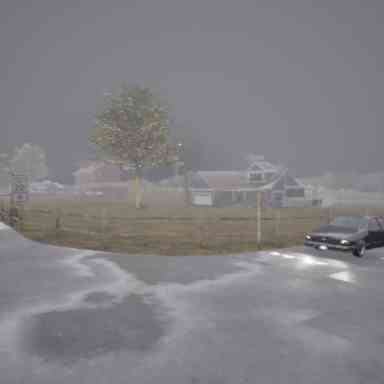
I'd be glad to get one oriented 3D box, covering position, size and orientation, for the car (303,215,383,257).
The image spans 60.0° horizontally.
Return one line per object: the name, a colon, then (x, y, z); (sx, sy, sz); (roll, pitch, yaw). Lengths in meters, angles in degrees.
car: (6.843, 1.650, 13.636); (5.357, 1.411, 2.033); (1, 0, -38)
